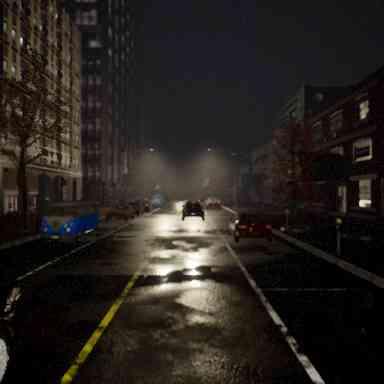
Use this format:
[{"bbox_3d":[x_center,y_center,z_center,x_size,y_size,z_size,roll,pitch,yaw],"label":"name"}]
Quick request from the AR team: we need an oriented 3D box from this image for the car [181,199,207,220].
[{"bbox_3d":[0.089,1.548,28.154,1.812,1.442,4.674,0,0,0],"label":"car"}]

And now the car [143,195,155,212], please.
[{"bbox_3d":[-5.694,1.473,38.040,1.967,1.590,4.097,0,0,0],"label":"car"}]

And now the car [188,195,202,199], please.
[{"bbox_3d":[0.092,1.519,46.050,1.882,1.535,5.008,0,0,0],"label":"car"}]

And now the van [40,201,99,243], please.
[{"bbox_3d":[-5.690,1.351,15.892,1.690,1.788,3.998,0,0,0],"label":"van"}]

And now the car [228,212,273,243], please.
[{"bbox_3d":[2.690,1.593,15.891,1.802,1.307,4.206,0,0,0],"label":"car"}]

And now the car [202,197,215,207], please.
[{"bbox_3d":[2.684,1.598,54.650,1.887,1.381,4.507,0,0,0],"label":"car"}]

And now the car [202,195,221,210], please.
[{"bbox_3d":[2.686,1.479,43.576,1.967,1.590,4.097,0,0,0],"label":"car"}]

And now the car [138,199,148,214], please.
[{"bbox_3d":[-5.693,1.608,32.502,1.802,1.307,4.206,0,0,0],"label":"car"}]

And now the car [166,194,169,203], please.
[{"bbox_3d":[-5.698,1.606,60.188,1.887,1.381,4.507,0,0,0],"label":"car"}]

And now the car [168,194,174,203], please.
[{"bbox_3d":[-5.699,1.393,71.262,2.192,1.841,5.009,0,0,0],"label":"car"}]

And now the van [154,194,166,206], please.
[{"bbox_3d":[-5.697,1.394,54.650,1.690,1.788,3.998,0,0,0],"label":"van"}]

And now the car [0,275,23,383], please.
[{"bbox_3d":[-3.101,1.479,2.213,1.882,1.535,5.008,0,0,0],"label":"car"}]

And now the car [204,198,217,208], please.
[{"bbox_3d":[2.685,1.628,49.113,1.802,1.307,4.206,0,0,0],"label":"car"}]

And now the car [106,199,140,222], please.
[{"bbox_3d":[-5.692,1.546,26.796,1.752,1.417,4.829,0,0,0],"label":"car"}]

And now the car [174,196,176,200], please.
[{"bbox_3d":[-5.702,1.423,87.873,2.192,1.841,5.009,0,0,0],"label":"car"}]
